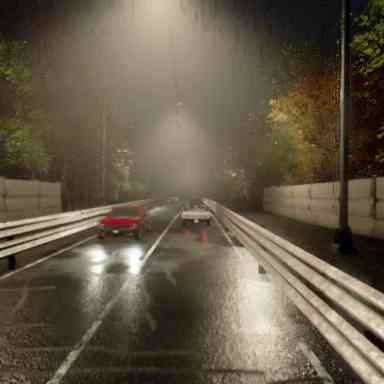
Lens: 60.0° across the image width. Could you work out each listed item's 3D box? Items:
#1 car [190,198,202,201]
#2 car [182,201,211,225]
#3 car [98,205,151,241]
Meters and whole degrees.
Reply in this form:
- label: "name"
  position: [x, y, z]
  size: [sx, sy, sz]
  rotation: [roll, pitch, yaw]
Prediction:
- label: "car"
  position: [0.482, 1.504, 41.742]
  size: [1.837, 1.490, 4.892]
  rotation: [1, 0, 1]
- label: "car"
  position: [0.300, 1.555, 23.400]
  size: [1.895, 1.301, 4.718]
  rotation: [1, 0, 1]
- label: "car"
  position: [-3.214, 1.410, 16.634]
  size: [1.882, 1.535, 5.008]
  rotation: [1, 0, 1]
